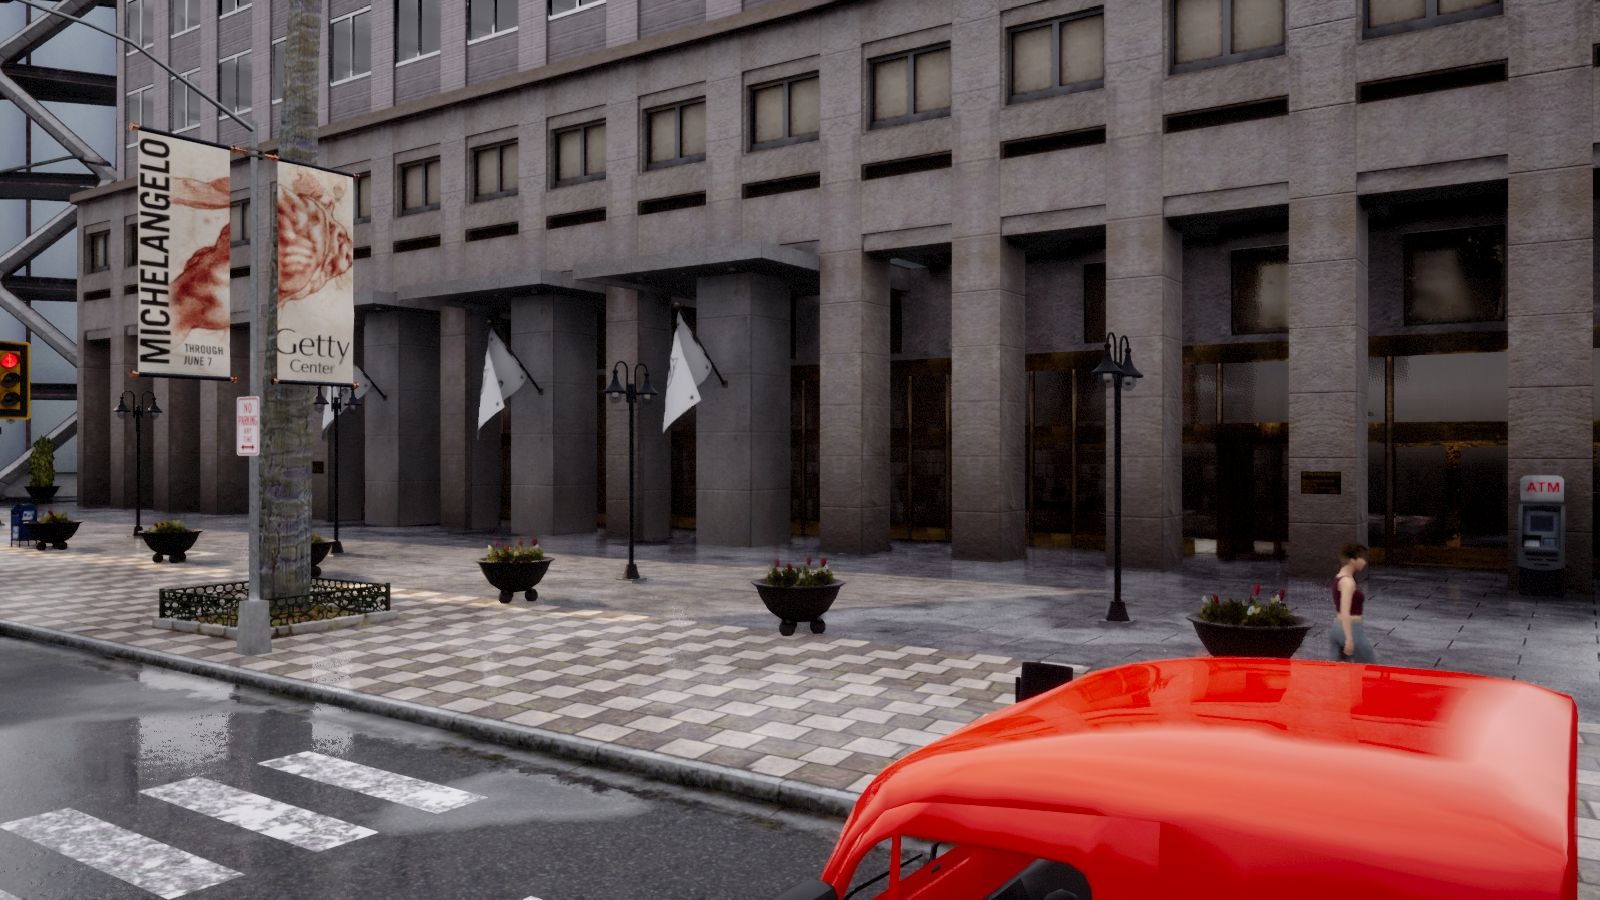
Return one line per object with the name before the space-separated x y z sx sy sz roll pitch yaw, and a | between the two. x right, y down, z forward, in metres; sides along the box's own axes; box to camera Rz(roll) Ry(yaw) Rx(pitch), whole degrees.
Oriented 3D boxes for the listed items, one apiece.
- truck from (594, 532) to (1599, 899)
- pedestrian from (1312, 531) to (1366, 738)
truck | 2.439 1.568 2.094 5.204 2.467 2.627 0 0 35
pedestrian | 5.017 1.696 10.641 0.375 1.860 0.375 0 0 11
